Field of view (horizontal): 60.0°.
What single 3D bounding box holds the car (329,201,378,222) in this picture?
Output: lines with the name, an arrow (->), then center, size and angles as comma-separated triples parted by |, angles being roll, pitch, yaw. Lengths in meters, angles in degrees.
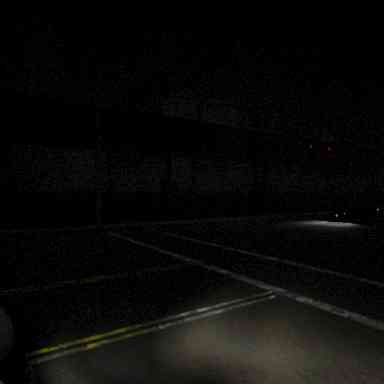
car -> 12.617, 1.478, 25.880 | 4.892, 1.490, 1.837 | 0, 0, -35

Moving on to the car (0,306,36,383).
car -> -3.606, 1.223, 1.206 | 5.566, 2.045, 2.150 | 0, 0, -35
